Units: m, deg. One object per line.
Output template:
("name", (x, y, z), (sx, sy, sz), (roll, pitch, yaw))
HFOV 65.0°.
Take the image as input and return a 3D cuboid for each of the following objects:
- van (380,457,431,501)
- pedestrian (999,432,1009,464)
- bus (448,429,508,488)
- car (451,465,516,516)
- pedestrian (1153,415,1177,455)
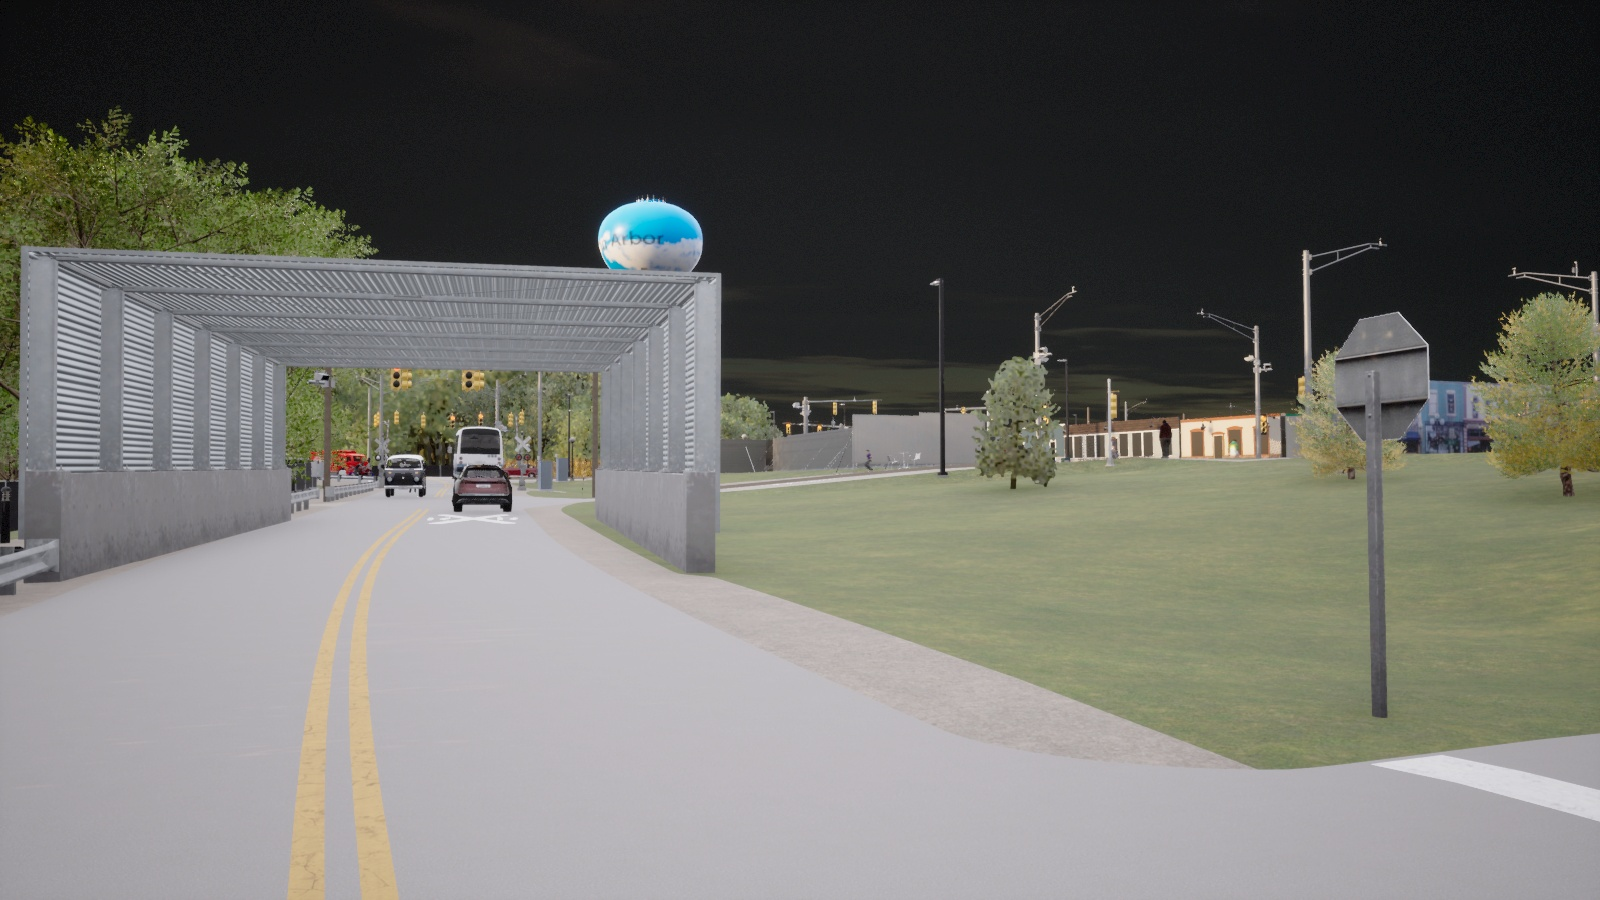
("van", (-19.054, 1.387, 60.808), (2.069, 2.038, 4.480), (0, -1, -14))
("pedestrian", (11.969, -0.107, 73.579), (0.353, 1.847, 0.614), (0, -2, -13))
("bus", (-24.552, 0.674, 95.383), (3.944, 4.253, 10.273), (1, -1, -17))
("car", (-10.952, 1.356, 43.312), (2.033, 1.649, 4.856), (0, -1, -15))
("pedestrian", (17.013, -0.687, 58.513), (0.634, 1.844, 0.899), (0, -2, -21))
